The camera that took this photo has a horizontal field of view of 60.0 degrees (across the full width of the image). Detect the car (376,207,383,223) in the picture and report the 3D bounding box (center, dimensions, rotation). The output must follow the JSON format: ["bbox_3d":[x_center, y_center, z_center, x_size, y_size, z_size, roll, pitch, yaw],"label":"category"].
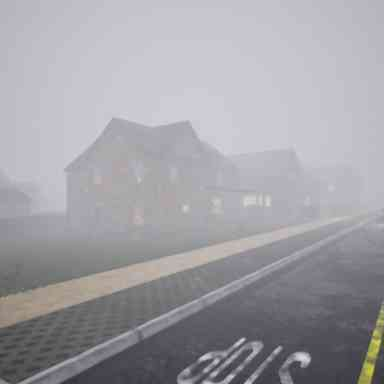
[{"bbox_3d":[17.880,2.037,30.028,2.033,1.411,5.357,-2,-2,34],"label":"car"}]
